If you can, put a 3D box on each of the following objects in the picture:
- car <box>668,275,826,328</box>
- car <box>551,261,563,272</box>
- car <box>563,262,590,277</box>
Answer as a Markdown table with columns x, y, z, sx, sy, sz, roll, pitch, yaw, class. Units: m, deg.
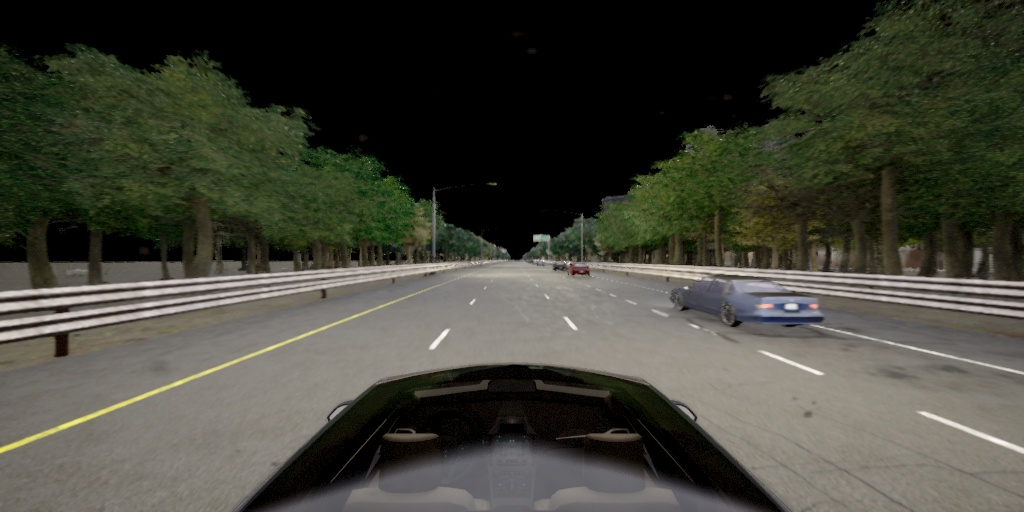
| x | y | z | sx | sy | sz | roll | pitch | yaw | class |
| --- | --- | --- | --- | --- | --- | --- | --- | --- | --- |
| 7.001 | 1.322 | 11.501 | 2.033 | 1.411 | 5.357 | 0 | 0 | 0 | car |
| 7.132 | 1.568 | 54.587 | 1.882 | 1.535 | 5.008 | 0 | -1 | 0 | car |
| 7.060 | 1.433 | 38.637 | 1.882 | 1.535 | 5.008 | 0 | -1 | 0 | car |
